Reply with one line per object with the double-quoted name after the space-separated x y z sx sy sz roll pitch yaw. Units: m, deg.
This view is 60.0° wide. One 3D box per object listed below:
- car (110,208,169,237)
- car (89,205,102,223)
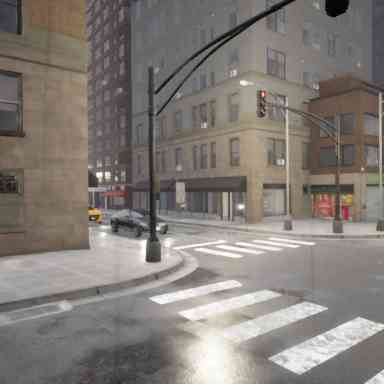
-3.224 1.695 19.473 1.812 1.442 4.674 -1 0 -38 "car"
-8.939 1.732 26.976 1.882 1.535 5.008 -1 0 -37 "car"
